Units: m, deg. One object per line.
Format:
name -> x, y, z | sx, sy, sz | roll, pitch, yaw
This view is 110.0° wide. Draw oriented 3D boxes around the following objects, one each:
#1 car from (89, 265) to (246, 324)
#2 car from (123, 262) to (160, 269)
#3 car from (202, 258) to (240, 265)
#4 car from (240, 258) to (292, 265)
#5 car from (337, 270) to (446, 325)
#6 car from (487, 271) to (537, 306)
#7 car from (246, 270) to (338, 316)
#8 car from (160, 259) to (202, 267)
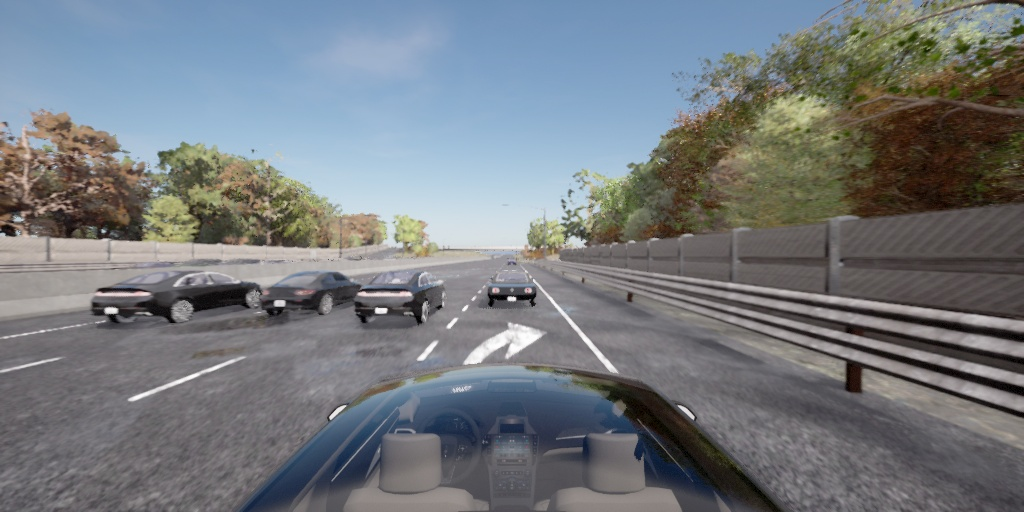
car -> -10.399, 1.205, 11.729 | 2.128, 1.511, 4.902 | 0, 0, 0
car -> -31.575, 1.207, 31.726 | 2.033, 1.411, 5.357 | 0, 0, 0
car -> -24.576, 1.011, 32.198 | 2.097, 1.767, 4.553 | 0, 0, 0
car -> -21.087, 1.152, 31.896 | 2.128, 1.511, 4.902 | 0, 0, 0
car -> -3.398, 1.207, 11.732 | 2.128, 1.511, 4.902 | 0, 0, 0
car -> 0.000, 1.306, 15.526 | 1.895, 1.301, 4.718 | 0, 0, 0
car -> -6.915, 1.237, 12.975 | 1.812, 1.442, 4.674 | 0, 0, 0
car -> -28.076, 1.010, 32.136 | 2.097, 1.767, 4.553 | 0, 0, 0
